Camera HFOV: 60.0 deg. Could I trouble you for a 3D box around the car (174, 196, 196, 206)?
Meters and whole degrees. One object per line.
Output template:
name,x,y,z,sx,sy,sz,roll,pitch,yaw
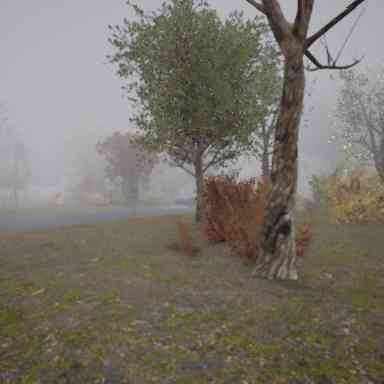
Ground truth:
car,-0.357,1.208,46.437,2.033,1.411,5.357,0,0,31
